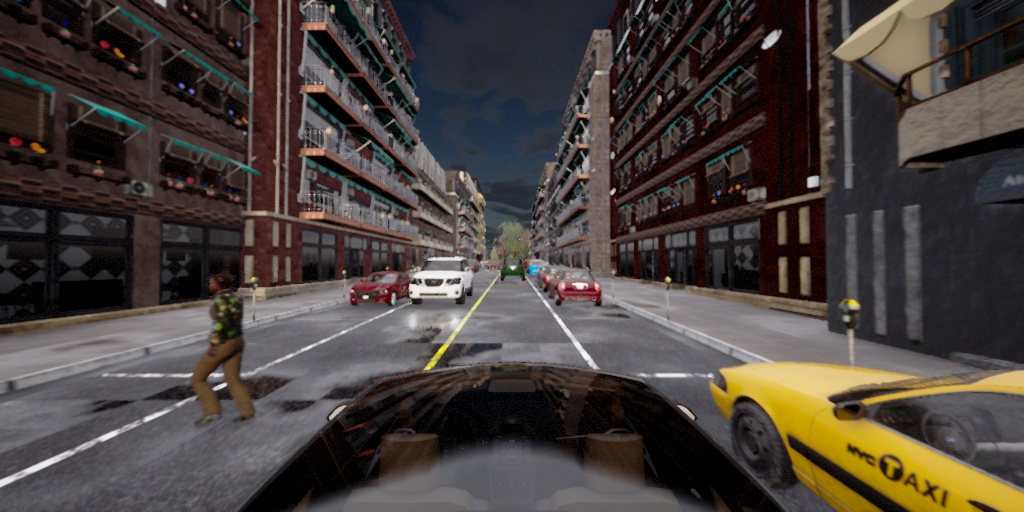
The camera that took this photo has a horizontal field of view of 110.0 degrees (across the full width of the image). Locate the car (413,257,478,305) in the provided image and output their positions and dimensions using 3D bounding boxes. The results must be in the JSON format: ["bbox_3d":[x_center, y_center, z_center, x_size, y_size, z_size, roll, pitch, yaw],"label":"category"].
[{"bbox_3d":[-3.107,1.054,16.918,2.150,2.045,5.566,0,-1,0],"label":"car"}]

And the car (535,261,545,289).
[{"bbox_3d":[2.680,1.296,21.823,1.967,1.591,4.097,0,0,0],"label":"car"}]

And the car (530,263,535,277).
[{"bbox_3d":[2.677,1.437,27.485,2.007,1.370,4.403,0,0,0],"label":"car"}]

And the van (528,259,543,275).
[{"bbox_3d":[2.670,1.289,38.808,1.690,1.789,3.998,0,0,0],"label":"van"}]

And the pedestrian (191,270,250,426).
[{"bbox_3d":[-3.464,1.057,4.264,0.375,1.860,0.375,1,-1,-3],"label":"pedestrian"}]

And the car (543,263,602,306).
[{"bbox_3d":[2.684,1.266,16.162,1.967,1.591,4.097,0,0,0],"label":"car"}]

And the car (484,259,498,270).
[{"bbox_3d":[-3.036,1.418,60.177,2.097,1.767,4.553,0,0,0],"label":"car"}]

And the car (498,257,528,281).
[{"bbox_3d":[0.079,1.138,32.777,2.150,2.045,5.566,0,0,0],"label":"car"}]

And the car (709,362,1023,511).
[{"bbox_3d":[3.001,1.205,1.598,1.801,1.575,5.366,0,0,0],"label":"car"}]

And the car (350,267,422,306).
[{"bbox_3d":[-5.697,1.372,16.198,1.888,1.381,4.507,0,0,0],"label":"car"}]

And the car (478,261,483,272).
[{"bbox_3d":[-5.717,1.327,50.166,2.192,1.841,5.009,0,0,0],"label":"car"}]
